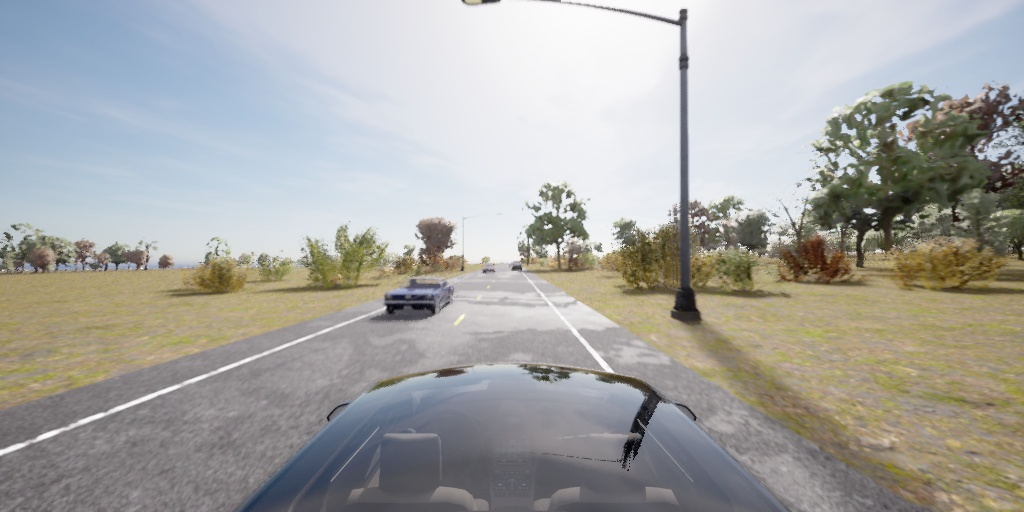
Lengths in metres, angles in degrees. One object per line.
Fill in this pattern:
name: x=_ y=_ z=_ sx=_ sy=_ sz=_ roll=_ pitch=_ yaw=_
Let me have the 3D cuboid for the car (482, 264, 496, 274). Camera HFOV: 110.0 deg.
car: x=-3.577 y=1.966 z=55.805 sx=1.812 sy=1.442 sz=4.674 roll=0 pitch=-1 yaw=0

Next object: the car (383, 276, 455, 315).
car: x=-3.605 y=1.519 z=14.649 sx=1.895 sy=1.301 sz=4.718 roll=0 pitch=-1 yaw=0
